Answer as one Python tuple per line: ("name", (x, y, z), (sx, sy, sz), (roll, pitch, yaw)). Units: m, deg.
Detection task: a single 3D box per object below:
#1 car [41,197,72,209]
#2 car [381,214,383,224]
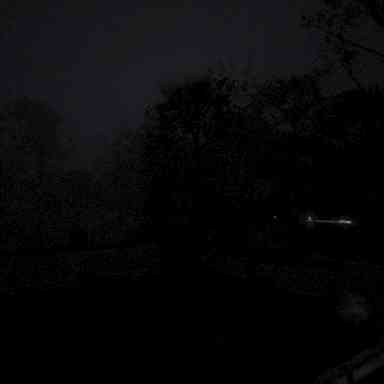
("car", (-17.577, 1.414, 43.054), (4.902, 1.511, 2.128), (1, 0, 35))
("car", (16.918, 1.999, 25.522), (4.902, 1.511, 2.128), (0, -2, 38))
